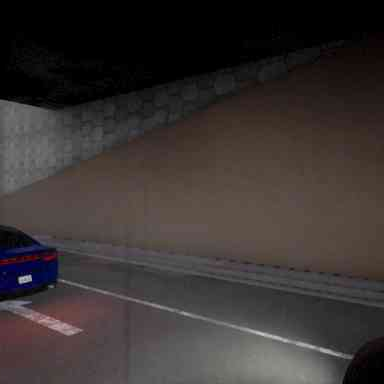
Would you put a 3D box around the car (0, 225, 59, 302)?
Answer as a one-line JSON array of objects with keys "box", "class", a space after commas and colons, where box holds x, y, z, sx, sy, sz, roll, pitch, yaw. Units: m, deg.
[{"box": [-5.121, 1.478, 7.650, 5.008, 1.535, 1.882, 0, 0, 36], "class": "car"}]

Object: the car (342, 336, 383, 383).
[{"box": [3.306, 1.505, 1.520, 4.892, 1.490, 1.837, 0, 0, 37], "class": "car"}]
